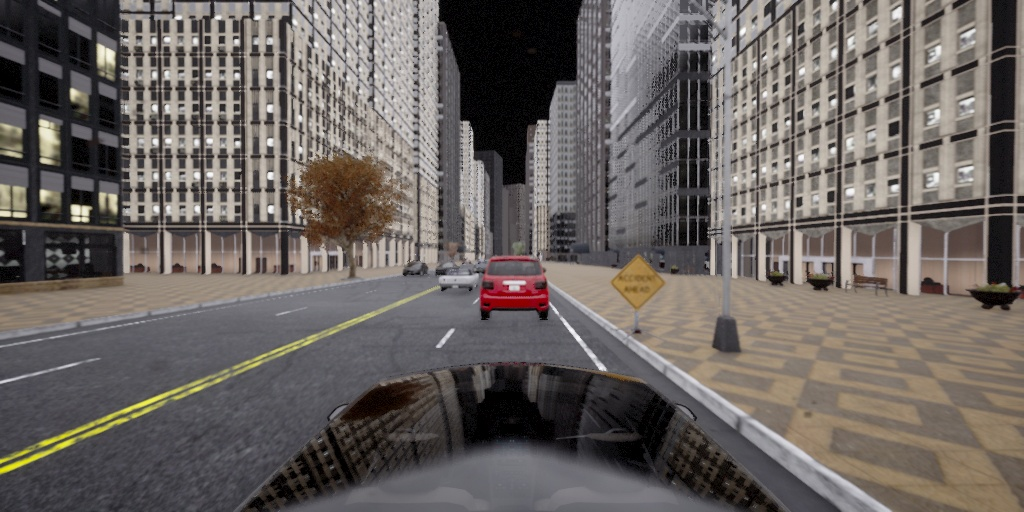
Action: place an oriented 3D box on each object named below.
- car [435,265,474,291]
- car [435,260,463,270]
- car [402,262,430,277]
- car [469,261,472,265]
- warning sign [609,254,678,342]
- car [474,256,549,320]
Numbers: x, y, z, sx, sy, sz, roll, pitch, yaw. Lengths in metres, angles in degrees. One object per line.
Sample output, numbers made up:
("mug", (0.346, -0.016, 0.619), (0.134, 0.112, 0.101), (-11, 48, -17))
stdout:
("car", (-3.163, 1.423, 22.268), (1.895, 1.301, 4.718), (0, 0, 0))
("car", (-6.616, 1.351, 36.817), (1.882, 1.535, 5.008), (0, 0, 0))
("car", (-9.866, 1.379, 37.128), (1.837, 1.490, 4.892), (0, 0, 0))
("car", (-3.171, 1.481, 38.652), (1.895, 1.301, 4.718), (0, 0, 0))
("warning sign", (2.847, 0.888, 8.213), (1.300, 1.860, 1.060), (0, 0, 0))
("car", (0.084, 1.013, 13.005), (2.150, 2.045, 5.566), (0, 0, 0))
